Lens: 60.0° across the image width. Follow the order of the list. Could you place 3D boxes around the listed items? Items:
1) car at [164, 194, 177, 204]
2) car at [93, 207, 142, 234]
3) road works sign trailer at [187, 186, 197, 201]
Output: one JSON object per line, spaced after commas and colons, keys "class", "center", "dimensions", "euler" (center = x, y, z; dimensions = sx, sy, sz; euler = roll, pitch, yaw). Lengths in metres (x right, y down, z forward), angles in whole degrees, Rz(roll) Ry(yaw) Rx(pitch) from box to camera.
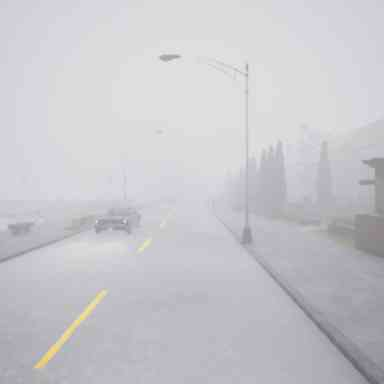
{"class": "car", "center": [-4.018, 1.204, 61.823], "dimensions": [2.097, 1.767, 4.553], "euler": [0, 0, 1]}
{"class": "car", "center": [-4.098, 1.555, 18.916], "dimensions": [1.895, 1.301, 4.718], "euler": [0, 0, 0]}
{"class": "road works sign trailer", "center": [0.009, 0.270, 81.361], "dimensions": [2.380, 3.560, 2.880], "euler": [0, 0, 0]}
